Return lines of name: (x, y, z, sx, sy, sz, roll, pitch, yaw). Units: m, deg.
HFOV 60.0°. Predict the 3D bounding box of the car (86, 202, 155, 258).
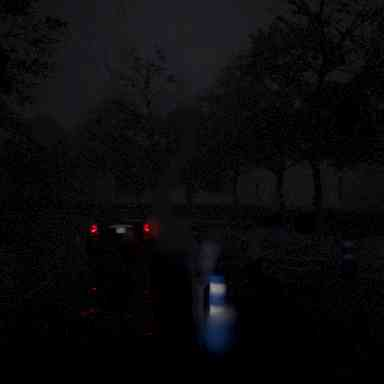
car: (-2.577, 1.154, 12.140, 2.097, 1.767, 4.553, 0, 1, -12)
